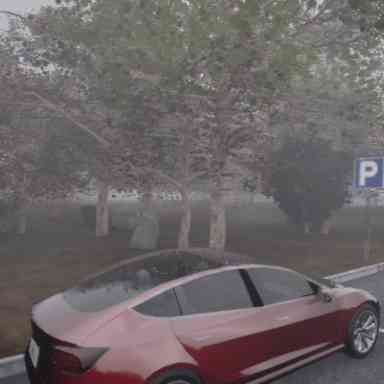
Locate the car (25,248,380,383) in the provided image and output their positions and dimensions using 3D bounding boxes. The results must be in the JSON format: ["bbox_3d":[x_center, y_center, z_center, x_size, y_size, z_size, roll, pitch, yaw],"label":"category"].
[{"bbox_3d":[0.483,1.515,4.396,4.792,1.488,2.163,0,0,-33],"label":"car"}]
